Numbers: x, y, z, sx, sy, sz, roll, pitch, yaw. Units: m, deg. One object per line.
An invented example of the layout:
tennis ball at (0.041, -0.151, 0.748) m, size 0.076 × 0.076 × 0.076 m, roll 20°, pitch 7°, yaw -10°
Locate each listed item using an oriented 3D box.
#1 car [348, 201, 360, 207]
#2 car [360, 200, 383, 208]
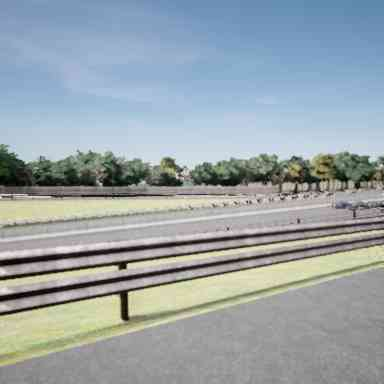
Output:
car at (29.291, 2.246, 58.348) m, size 4.674 × 1.442 × 1.812 m, roll -4°, pitch 2°, yaw -27°
car at (30.854, 2.101, 55.215) m, size 4.553 × 1.767 × 2.097 m, roll -4°, pitch 2°, yaw -27°
